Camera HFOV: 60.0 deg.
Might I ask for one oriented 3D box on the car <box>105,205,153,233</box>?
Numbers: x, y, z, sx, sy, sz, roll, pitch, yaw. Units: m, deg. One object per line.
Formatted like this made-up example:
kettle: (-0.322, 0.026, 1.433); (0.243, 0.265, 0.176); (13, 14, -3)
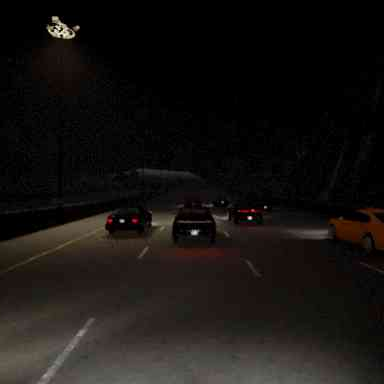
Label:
car: (-3.394, 1.435, 18.654); (2.033, 1.411, 5.357); (0, 1, 0)

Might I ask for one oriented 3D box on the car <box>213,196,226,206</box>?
car: (3.613, 1.145, 41.225); (1.994, 1.385, 4.181); (0, 1, 0)

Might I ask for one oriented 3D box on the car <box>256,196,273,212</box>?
car: (7.111, 1.194, 34.684); (1.837, 1.490, 4.892); (0, 1, 0)

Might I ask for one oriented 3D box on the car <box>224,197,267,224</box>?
car: (3.607, 1.346, 23.137); (1.837, 1.490, 4.892); (0, 1, 0)

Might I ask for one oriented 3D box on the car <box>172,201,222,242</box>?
car: (0.105, 1.404, 15.745); (2.128, 1.511, 4.902); (0, 0, 0)

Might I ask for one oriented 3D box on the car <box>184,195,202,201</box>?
car: (0.112, 1.122, 37.444); (1.882, 1.535, 5.008); (0, 1, 0)

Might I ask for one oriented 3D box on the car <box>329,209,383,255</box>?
car: (7.104, 1.410, 13.077); (1.882, 1.535, 5.008); (0, 0, 0)
